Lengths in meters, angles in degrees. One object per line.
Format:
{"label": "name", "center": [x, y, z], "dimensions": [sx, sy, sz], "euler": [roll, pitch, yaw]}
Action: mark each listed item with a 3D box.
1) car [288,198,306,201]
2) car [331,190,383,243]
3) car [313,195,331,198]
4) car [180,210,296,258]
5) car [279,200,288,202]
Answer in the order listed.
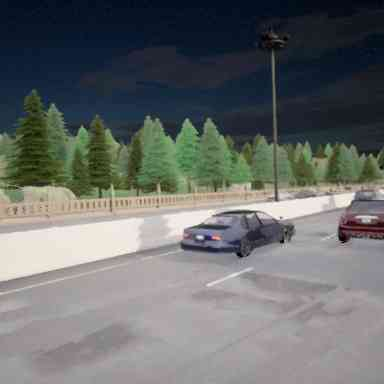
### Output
{"label": "car", "center": [14.928, 0.543, 44.112], "dimensions": [1.837, 1.490, 4.892], "euler": [-1, 1, 40]}
{"label": "car", "center": [7.506, 0.969, 13.308], "dimensions": [2.097, 1.767, 4.553], "euler": [-1, 1, 40]}
{"label": "car", "center": [16.890, 0.610, 41.014], "dimensions": [1.895, 1.301, 4.718], "euler": [-1, 1, 40]}
{"label": "car", "center": [1.880, 1.360, 12.084], "dimensions": [2.033, 1.411, 5.357], "euler": [-1, 1, 41]}
{"label": "car", "center": [12.065, 0.634, 46.145], "dimensions": [1.812, 1.442, 4.674], "euler": [-1, 1, 40]}
